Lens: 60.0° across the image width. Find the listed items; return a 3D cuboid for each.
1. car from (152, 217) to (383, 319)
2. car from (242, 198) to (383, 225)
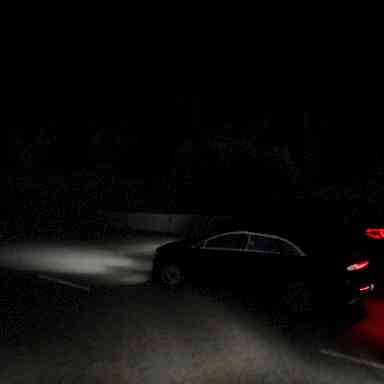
[{"bbox_3d":[1.269,1.492,7.388,4.902,1.511,2.128,0,0,36],"label":"car"},{"bbox_3d":[3.086,1.220,10.391,5.566,2.045,2.150,0,0,36],"label":"car"}]
